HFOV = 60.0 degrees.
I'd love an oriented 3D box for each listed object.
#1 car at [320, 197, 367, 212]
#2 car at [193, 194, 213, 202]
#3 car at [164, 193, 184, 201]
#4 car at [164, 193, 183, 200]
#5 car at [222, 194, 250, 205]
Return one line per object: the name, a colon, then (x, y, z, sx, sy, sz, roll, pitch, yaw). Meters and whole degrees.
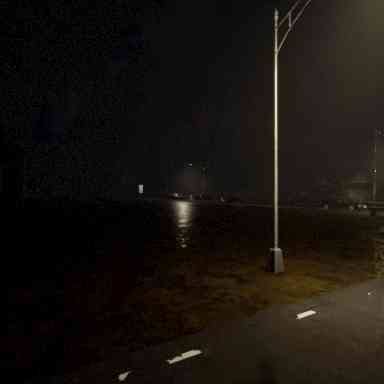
car: (16.422, 1.288, 36.170, 1.837, 1.490, 4.892, 2, 0, -35)
car: (2.039, 1.097, 62.698, 1.837, 1.490, 4.892, 2, -1, -35)
car: (-3.452, 1.071, 64.390, 1.895, 1.301, 4.718, 2, -1, -35)
car: (-4.001, 0.953, 71.225, 1.895, 1.301, 4.718, 2, -1, -35)
car: (6.557, 1.101, 50.107, 1.837, 1.490, 4.892, 2, -1, -35)
